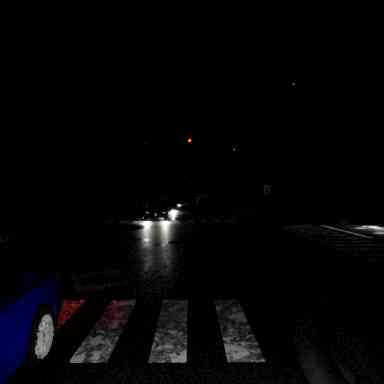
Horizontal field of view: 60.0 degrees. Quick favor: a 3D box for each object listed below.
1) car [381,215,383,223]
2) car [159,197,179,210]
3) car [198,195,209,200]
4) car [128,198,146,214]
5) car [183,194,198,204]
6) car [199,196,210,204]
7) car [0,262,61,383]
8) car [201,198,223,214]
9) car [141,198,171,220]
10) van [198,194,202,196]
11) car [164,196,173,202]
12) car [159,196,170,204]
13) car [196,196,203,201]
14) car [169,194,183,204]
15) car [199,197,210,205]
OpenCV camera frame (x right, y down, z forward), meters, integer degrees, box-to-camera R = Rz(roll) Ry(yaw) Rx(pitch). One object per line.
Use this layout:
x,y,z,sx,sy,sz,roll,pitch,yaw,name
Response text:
14.185,1.511,20.715,4.181,1.385,1.994,0,0,0,car
-3.136,1.656,44.897,1.895,1.301,4.718,0,0,0,car
2.362,1.637,52.728,1.947,1.339,4.313,0,0,0,car
-5.685,1.480,36.206,1.967,1.590,4.097,0,0,0,car
-0.259,1.661,63.761,1.994,1.385,4.181,0,0,0,car
2.355,1.641,47.217,1.802,1.307,4.206,0,0,0,car
-2.869,1.477,2.945,1.882,1.535,5.008,0,0,0,car
2.340,1.606,36.194,1.947,1.339,4.313,0,0,0,car
-2.943,1.532,28.154,1.837,1.490,4.892,0,0,-3,car
2.370,1.424,58.238,1.690,1.788,3.998,0,0,0,van
-5.625,1.694,80.292,2.008,1.369,4.403,0,0,0,car
-5.640,1.552,69.271,1.967,1.590,4.097,0,0,0,car
2.003,1.698,90.163,1.812,1.442,4.674,0,0,0,car
-3.043,1.662,64.232,1.994,1.385,4.181,0,0,1,car
2.377,1.647,63.749,2.008,1.369,4.403,0,0,0,car
